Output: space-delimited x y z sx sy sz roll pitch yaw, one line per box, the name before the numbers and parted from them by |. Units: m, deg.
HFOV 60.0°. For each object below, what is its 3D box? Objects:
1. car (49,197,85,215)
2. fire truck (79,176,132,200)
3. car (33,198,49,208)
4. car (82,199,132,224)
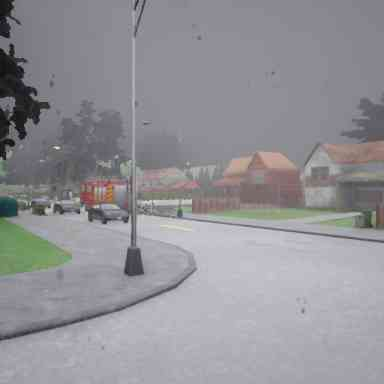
car | -12.780 1.526 33.813 1.812 1.442 4.674 0 0 -35
fire truck | -9.517 0.342 36.293 2.891 3.827 8.468 0 0 -35
car | -19.977 1.525 43.972 1.812 1.442 4.674 0 0 -35
car | -6.344 1.526 24.792 1.812 1.442 4.674 0 0 -36
